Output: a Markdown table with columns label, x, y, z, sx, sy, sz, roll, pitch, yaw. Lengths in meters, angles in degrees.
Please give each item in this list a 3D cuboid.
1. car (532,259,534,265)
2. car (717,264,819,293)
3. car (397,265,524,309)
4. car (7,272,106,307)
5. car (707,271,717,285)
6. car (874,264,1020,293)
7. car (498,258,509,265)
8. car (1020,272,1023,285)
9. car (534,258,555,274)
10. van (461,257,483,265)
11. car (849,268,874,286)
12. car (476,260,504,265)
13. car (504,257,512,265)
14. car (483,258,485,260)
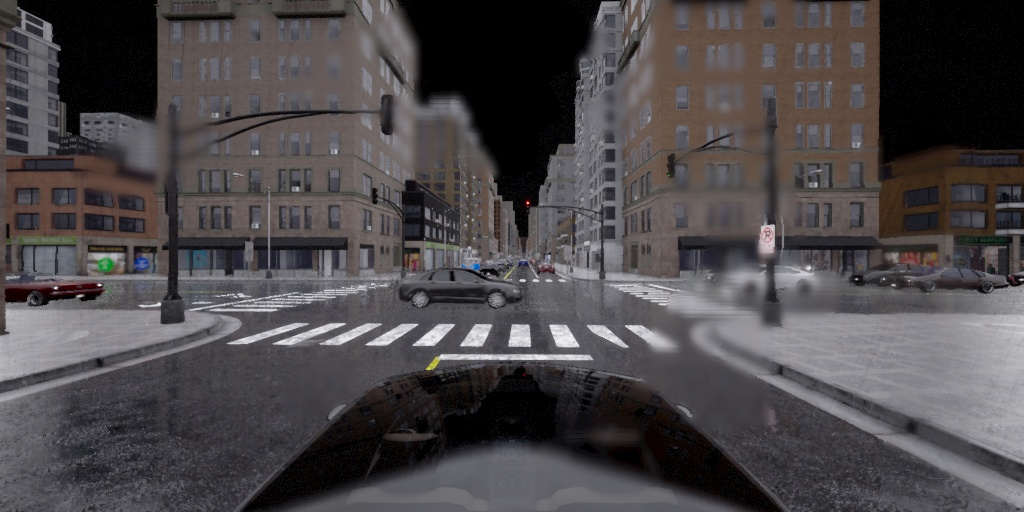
| label | x | y | z | sx | sy | sz | roll | pitch | yaw |
| --- | --- | --- | --- | --- | --- | --- | --- | --- | --- |
| car | 4.002 | 1.341 | 46.369 | 1.948 | 1.339 | 4.313 | 0 | 0 | 2 |
| car | 14.769 | 1.291 | 20.531 | 4.674 | 1.442 | 1.812 | 0 | 0 | 3 |
| car | -2.024 | 1.250 | 14.308 | 4.892 | 1.490 | 1.837 | 0 | 0 | 2 |
| car | -19.964 | 1.335 | 14.817 | 4.718 | 1.301 | 1.895 | 0 | 0 | 2 |
| car | 15.646 | 1.257 | 23.758 | 4.902 | 1.511 | 2.128 | 0 | 0 | 2 |
| car | 24.356 | 1.325 | 20.258 | 5.357 | 1.411 | 2.033 | 0 | 0 | 2 |
| car | -1.812 | 1.338 | 44.897 | 1.994 | 1.385 | 4.181 | 0 | 0 | 3 |
| car | 35.045 | 1.359 | 23.196 | 4.181 | 1.385 | 1.994 | 0 | 0 | 2 |
| car | 3.814 | 1.210 | 40.847 | 1.967 | 1.591 | 4.097 | 0 | 0 | 2 |
| van | -4.707 | 1.111 | 41.132 | 1.690 | 1.789 | 3.998 | 0 | 0 | 2 |
| car | 25.063 | 1.283 | 23.490 | 4.892 | 1.490 | 1.837 | 0 | 0 | 2 |
| car | -2.142 | 1.365 | 35.814 | 1.895 | 1.301 | 4.718 | 0 | 0 | 2 |
| car | -1.472 | 1.136 | 54.992 | 2.097 | 1.767 | 4.553 | 0 | 0 | 2 |
| car | -4.520 | 1.090 | 46.652 | 2.192 | 1.841 | 5.009 | 0 | 0 | 2 |
